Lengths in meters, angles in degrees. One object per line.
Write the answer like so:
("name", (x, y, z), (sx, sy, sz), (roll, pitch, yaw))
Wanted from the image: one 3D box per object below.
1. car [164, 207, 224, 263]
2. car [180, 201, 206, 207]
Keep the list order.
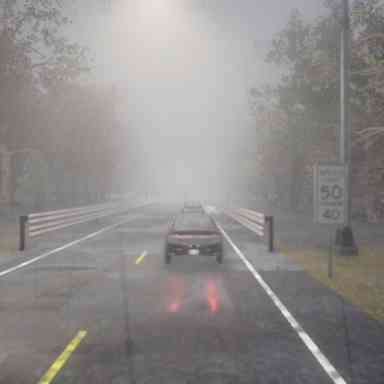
("car", (0.072, 1.499, 11.914), (2.128, 1.511, 4.902), (0, 0, 0))
("car", (0.075, 1.509, 27.045), (2.128, 1.511, 4.902), (0, 0, 0))
